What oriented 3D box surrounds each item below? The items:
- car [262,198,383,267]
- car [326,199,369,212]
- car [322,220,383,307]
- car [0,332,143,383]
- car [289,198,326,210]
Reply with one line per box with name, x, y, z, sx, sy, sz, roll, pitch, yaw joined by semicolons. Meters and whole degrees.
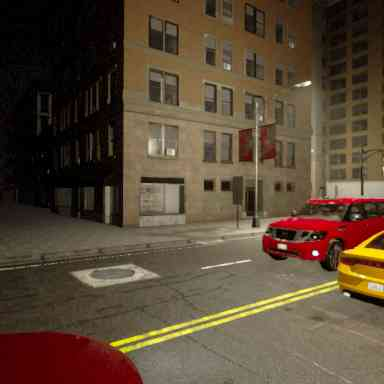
car;4.840;1.224;11.159;5.566;2.045;2.150;0;0;-36
car;18.788;1.595;40.285;1.947;1.339;4.313;0;0;-35
car;5.165;1.478;7.145;5.008;1.535;1.882;0;0;-35
car;-2.462;1.526;1.682;4.674;1.442;1.812;0;0;-36
car;15.510;1.581;44.902;2.008;1.369;4.403;0;0;-35
